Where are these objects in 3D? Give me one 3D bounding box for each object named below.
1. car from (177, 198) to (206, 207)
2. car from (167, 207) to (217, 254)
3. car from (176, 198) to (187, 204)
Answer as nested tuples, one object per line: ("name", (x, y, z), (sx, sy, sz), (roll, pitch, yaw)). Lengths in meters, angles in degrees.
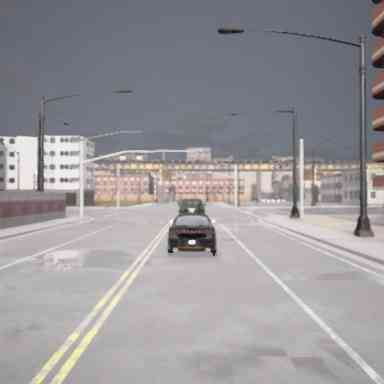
("car", (-0.003, 1.530, 27.534), (2.150, 2.045, 5.566), (0, 0, 0))
("car", (0.017, 1.636, 14.220), (1.882, 1.535, 5.008), (0, 0, 0))
("car", (-2.911, 2.530, 93.141), (1.837, 1.490, 4.892), (0, -1, 11))
